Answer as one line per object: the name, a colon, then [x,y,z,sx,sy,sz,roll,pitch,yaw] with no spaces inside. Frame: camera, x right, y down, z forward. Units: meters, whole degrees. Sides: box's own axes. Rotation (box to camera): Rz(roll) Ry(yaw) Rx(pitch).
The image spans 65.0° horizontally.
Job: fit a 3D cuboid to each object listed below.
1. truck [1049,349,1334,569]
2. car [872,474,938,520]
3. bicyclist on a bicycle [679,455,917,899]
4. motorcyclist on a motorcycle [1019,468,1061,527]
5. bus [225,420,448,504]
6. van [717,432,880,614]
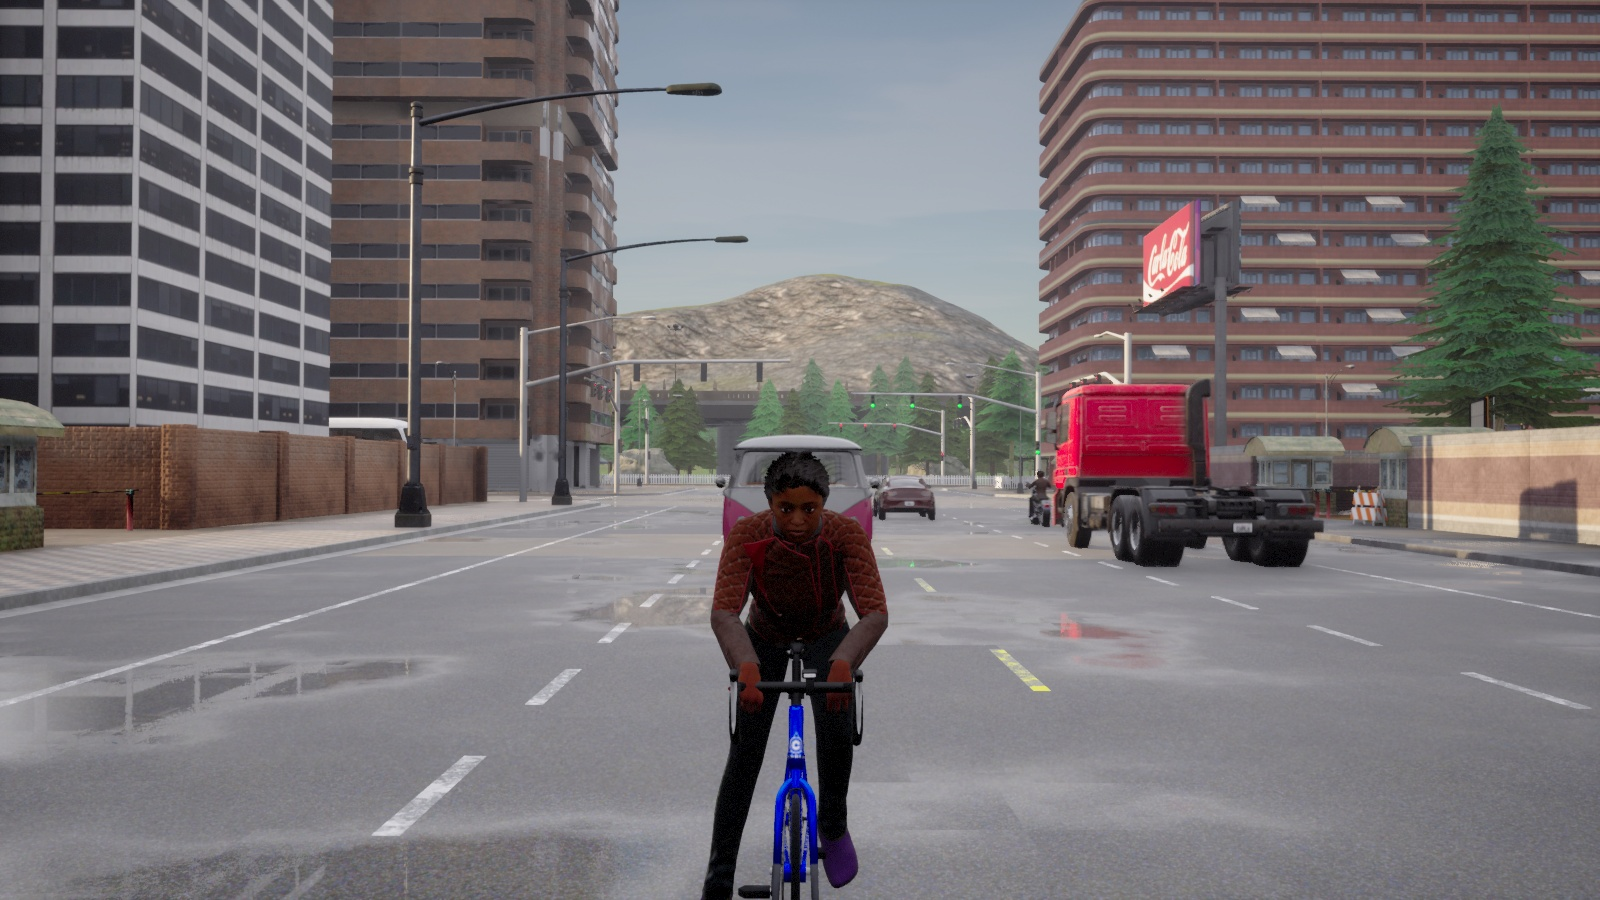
truck: [6.964,0.204,23.802,2.891,3.462,7.936,0,-1,0]
car: [3.443,1.529,41.911,1.812,1.442,4.674,0,-1,0]
bicyclist on a bicycle: [-0.005,0.833,3.919,0.582,1.620,1.656,0,-1,0]
motorcyclist on a motorcycle: [6.950,1.349,36.507,0.766,1.649,2.350,0,-1,0]
bus: [-24.146,0.639,65.914,10.273,4.253,3.944,0,-1,0]
van: [-0.022,0.835,15.956,1.775,1.987,4.442,0,-1,0]
